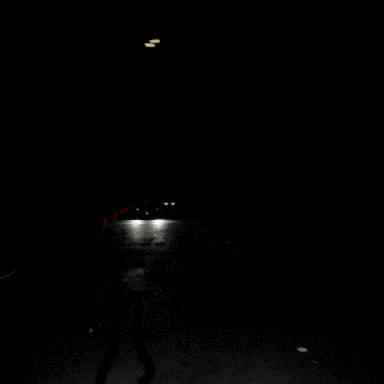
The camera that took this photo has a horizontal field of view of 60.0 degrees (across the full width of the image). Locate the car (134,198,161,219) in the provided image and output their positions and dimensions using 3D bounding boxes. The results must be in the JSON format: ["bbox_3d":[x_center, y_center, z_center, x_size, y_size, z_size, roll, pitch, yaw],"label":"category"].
[{"bbox_3d":[-3.356,1.205,25.272,1.812,1.442,4.674,0,0,-6],"label":"car"}]

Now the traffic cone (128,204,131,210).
[{"bbox_3d":[-6.609,1.688,33.514,0.340,0.580,0.340,0,-1,-7],"label":"traffic cone"}]

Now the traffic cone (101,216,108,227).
[{"bbox_3d":[-4.916,1.661,18.694,0.340,0.580,0.340,0,0,-5],"label":"traffic cone"}]

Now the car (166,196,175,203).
[{"bbox_3d":[-4.961,1.774,77.095,1.837,1.490,4.892,0,-1,1],"label":"car"}]

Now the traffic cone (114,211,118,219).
[{"bbox_3d":[-5.405,1.644,23.603,0.340,0.580,0.340,0,0,-6],"label":"traffic cone"}]
